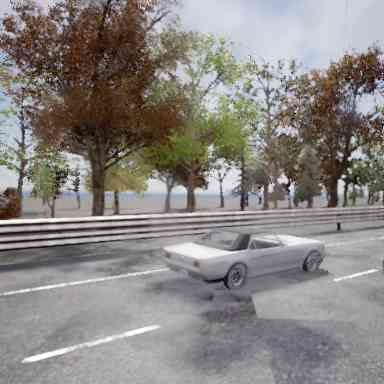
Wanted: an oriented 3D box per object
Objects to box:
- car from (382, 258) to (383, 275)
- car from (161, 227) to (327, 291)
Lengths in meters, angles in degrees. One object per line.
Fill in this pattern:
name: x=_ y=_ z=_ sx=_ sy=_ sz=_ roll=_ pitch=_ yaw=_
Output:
car: x=6.567 y=1.584 z=8.339 sx=4.674 sy=1.442 sz=1.812 roll=0 pitch=0 yaw=-35
car: x=1.626 y=1.638 z=9.159 sx=4.718 sy=1.301 sz=1.895 roll=0 pitch=0 yaw=-35
